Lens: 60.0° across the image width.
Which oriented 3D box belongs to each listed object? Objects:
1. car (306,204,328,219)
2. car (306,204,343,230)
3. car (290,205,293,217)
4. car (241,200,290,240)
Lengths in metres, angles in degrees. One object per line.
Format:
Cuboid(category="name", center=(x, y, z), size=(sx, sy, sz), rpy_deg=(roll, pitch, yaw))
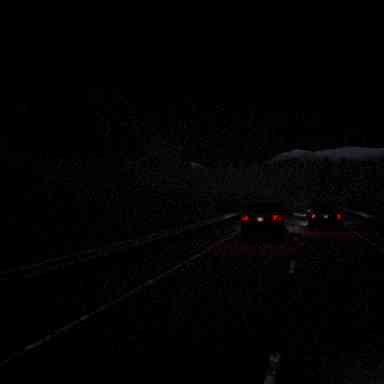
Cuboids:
Cuboid(category="car", center=(13.495, 2.039, 36.265), size=(2.033, 1.411, 5.357), rpy_deg=(0, -1, 18))
Cuboid(category="car", center=(9.418, 1.673, 23.734), size=(2.097, 1.767, 4.553), rpy_deg=(0, -1, 18))
Cuboid(category="car", center=(10.534, 1.887, 38.417), size=(2.097, 1.767, 4.553), rpy_deg=(0, -1, 18))
Cuboid(category="car", center=(4.242, 1.492, 19.111), size=(2.150, 2.045, 5.566), rpy_deg=(0, -1, 18))
